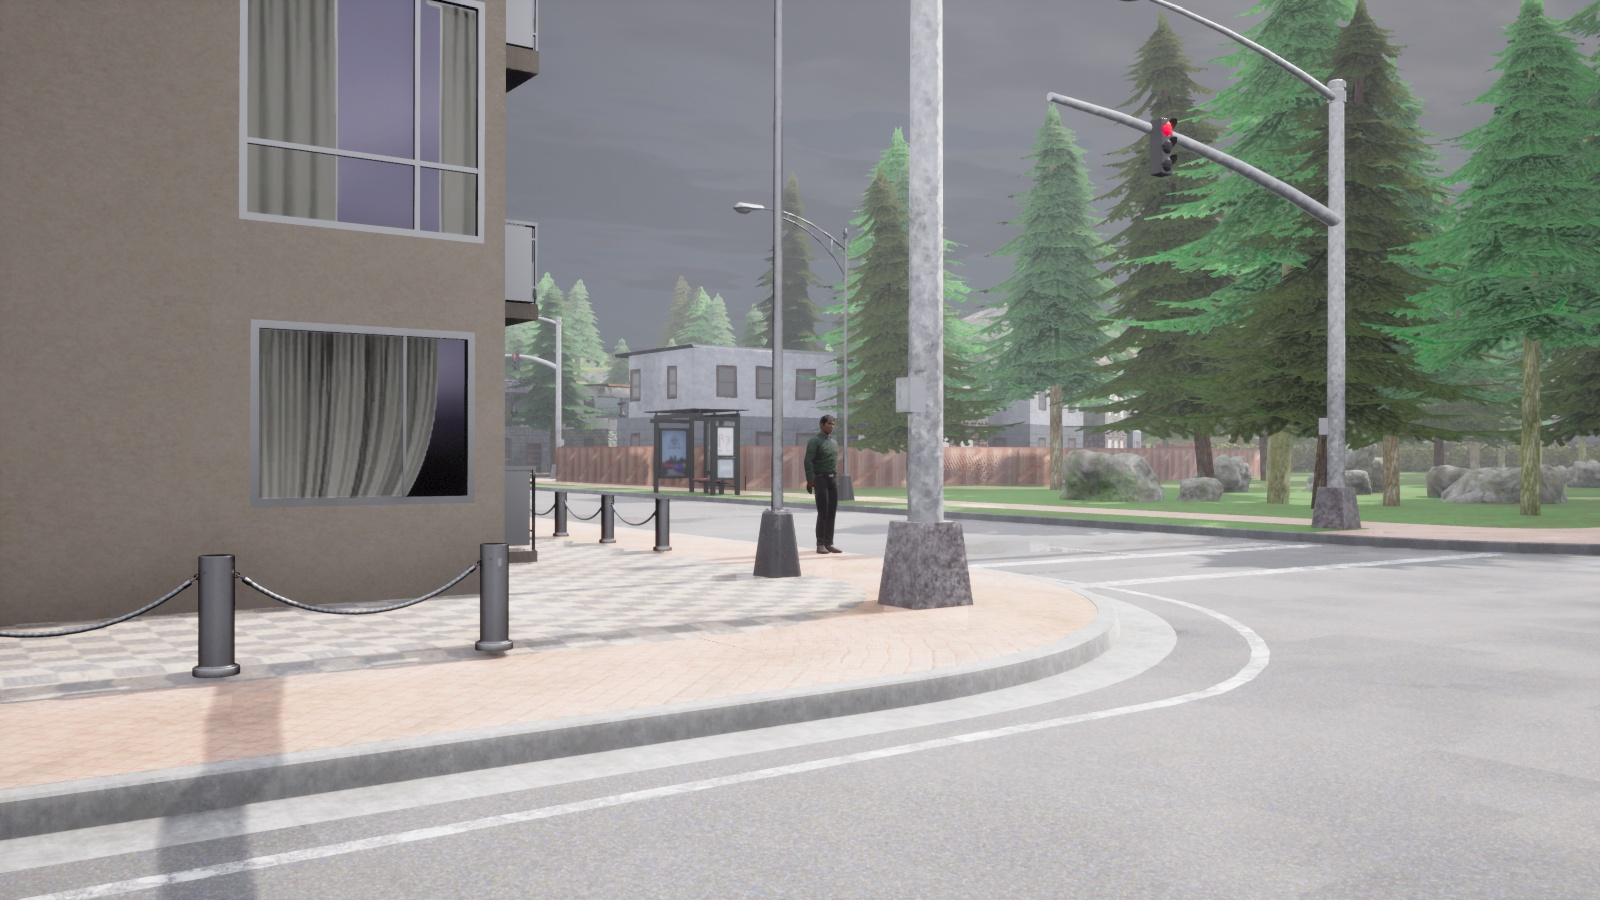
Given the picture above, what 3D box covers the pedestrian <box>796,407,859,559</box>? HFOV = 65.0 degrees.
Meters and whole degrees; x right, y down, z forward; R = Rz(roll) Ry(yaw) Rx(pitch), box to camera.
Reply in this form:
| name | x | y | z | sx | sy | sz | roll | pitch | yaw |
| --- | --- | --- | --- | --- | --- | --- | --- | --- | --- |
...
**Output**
| name | x | y | z | sx | sy | sz | roll | pitch | yaw |
| --- | --- | --- | --- | --- | --- | --- | --- | --- | --- |
| pedestrian | 0.359 | 0.430 | 16.557 | 0.423 | 1.949 | 0.788 | 0 | 0 | -37 |
